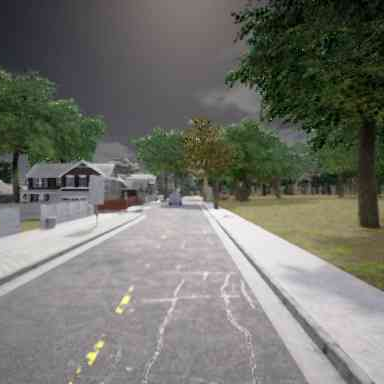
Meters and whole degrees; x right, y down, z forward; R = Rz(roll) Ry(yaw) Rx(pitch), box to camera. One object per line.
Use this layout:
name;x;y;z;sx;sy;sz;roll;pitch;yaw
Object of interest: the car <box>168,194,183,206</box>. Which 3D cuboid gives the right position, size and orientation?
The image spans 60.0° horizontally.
car;-2.764;1.365;56.055;2.150;2.045;5.566;0;2;0
